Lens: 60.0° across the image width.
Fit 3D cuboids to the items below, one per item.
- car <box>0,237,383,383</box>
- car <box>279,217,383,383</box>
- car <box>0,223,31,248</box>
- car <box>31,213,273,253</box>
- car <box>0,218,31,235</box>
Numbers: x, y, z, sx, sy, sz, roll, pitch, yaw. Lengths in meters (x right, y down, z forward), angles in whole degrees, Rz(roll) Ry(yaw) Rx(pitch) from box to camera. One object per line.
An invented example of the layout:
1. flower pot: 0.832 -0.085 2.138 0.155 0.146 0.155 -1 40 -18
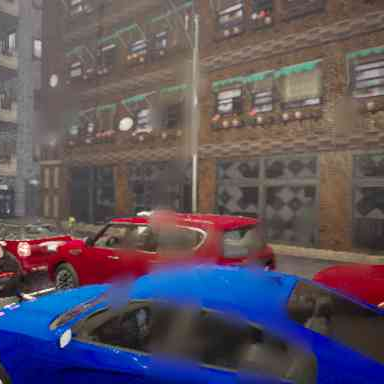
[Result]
1. car: -0.038 1.500 3.251 5.008 1.535 1.882 0 0 25
2. car: 3.712 1.349 3.405 5.009 1.841 2.192 0 0 36
3. car: -4.923 1.536 6.868 1.837 1.490 4.892 0 0 -39
4. car: -0.776 1.356 6.668 5.009 1.841 2.192 0 0 36
5. car: -5.263 1.489 9.932 4.097 1.590 1.967 0 0 36
